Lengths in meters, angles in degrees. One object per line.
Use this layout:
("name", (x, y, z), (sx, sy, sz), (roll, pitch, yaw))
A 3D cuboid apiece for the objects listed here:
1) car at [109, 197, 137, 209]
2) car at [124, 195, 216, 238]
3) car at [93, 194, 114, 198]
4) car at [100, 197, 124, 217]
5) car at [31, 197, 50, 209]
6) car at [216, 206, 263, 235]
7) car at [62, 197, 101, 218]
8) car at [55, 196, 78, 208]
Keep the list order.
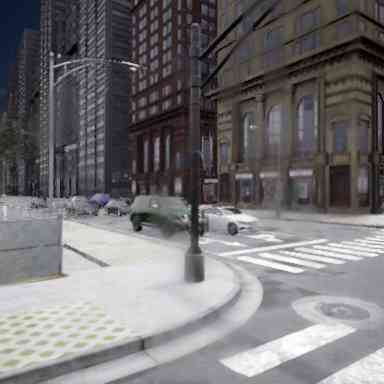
("car", (-9.766, 1.505, 47.060), (2.128, 1.511, 4.902), (0, 0, -35))
("car", (-1.408, 1.206, 17.950), (2.150, 2.045, 5.566), (0, 0, -35))
("car", (-12.194, 1.223, 44.855), (2.150, 2.045, 5.566), (0, 0, -35))
("car", (-6.563, 1.497, 30.944), (1.837, 1.490, 4.892), (0, 0, -35))
("car", (-20.755, 1.537, 45.656), (1.837, 1.490, 4.892), (0, 0, -35))
("car", (1.860, 1.522, 18.948), (1.812, 1.442, 4.674), (0, 0, -37))
("car", (-10.026, 1.484, 30.222), (1.837, 1.490, 4.892), (0, 0, -35))
("car", (-18.079, 1.601, 47.500), (1.895, 1.301, 4.718), (0, 0, -35))
